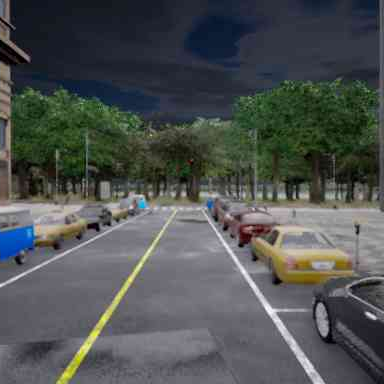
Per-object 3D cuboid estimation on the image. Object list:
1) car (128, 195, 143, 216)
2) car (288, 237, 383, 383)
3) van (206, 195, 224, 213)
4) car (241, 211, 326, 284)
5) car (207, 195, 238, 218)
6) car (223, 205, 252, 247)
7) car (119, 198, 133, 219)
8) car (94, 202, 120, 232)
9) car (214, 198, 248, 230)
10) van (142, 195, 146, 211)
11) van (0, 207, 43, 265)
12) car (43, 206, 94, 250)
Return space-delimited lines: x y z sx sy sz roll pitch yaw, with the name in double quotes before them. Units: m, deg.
"car" -6.012 1.353 30.728 1.967 1.590 4.097 0 0 0
"car" 2.742 1.527 3.613 2.008 1.369 4.403 0 0 0
"van" 2.466 1.206 36.236 1.690 1.788 3.998 0 0 0
"car" 2.695 1.482 9.220 1.752 1.417 4.829 0 0 0
"car" 2.558 1.216 25.362 2.192 1.841 5.009 0 0 0
"car" 2.650 1.483 14.488 1.887 1.381 4.507 0 0 0
"car" -5.965 1.457 25.121 1.752 1.417 4.829 0 0 0
"car" -5.920 1.515 19.853 1.947 1.339 4.313 0 0 0
"car" 2.604 1.359 19.924 1.967 1.590 4.097 0 0 0
"van" -6.058 1.236 36.165 1.690 1.788 3.998 0 0 0
"van" -5.830 1.328 8.978 1.690 1.788 3.998 0 0 0
"car" -5.873 1.494 14.246 1.752 1.417 4.829 0 0 0
